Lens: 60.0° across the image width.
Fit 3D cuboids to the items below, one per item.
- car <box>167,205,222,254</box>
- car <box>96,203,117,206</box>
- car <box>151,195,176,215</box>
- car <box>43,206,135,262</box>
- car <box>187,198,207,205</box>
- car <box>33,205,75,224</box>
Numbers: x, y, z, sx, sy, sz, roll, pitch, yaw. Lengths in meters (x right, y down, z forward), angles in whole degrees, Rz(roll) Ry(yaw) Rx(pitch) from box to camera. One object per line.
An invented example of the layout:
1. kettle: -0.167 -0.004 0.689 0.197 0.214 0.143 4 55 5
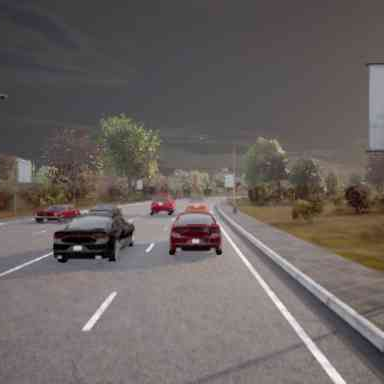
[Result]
1. car: 0.145 1.516 13.716 1.882 1.535 5.008 0 0 0
2. car: -6.885 1.621 26.526 2.033 1.411 5.357 0 0 1
3. car: -2.972 1.319 35.189 2.150 2.045 5.566 0 0 2
4. car: -3.364 1.512 12.304 1.882 1.535 5.008 0 0 0
5. car: 0.538 1.449 34.894 2.097 1.767 4.553 0 0 2
6. car: -10.394 1.673 25.897 1.895 1.301 4.718 0 0 1
